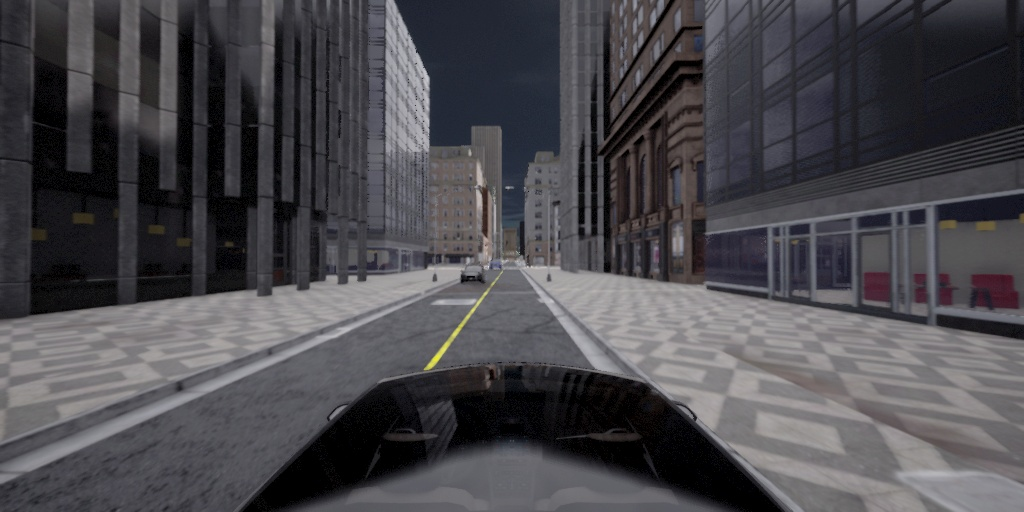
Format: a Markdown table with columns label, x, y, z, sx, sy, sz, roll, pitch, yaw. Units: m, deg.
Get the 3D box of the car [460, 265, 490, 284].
| label | x | y | z | sx | sy | sz | roll | pitch | yaw |
| --- | --- | --- | --- | --- | --- | --- | --- | --- | --- |
| car | -3.116 | 1.490 | 29.531 | 1.837 | 1.490 | 4.892 | 0 | -1 | 0 |
